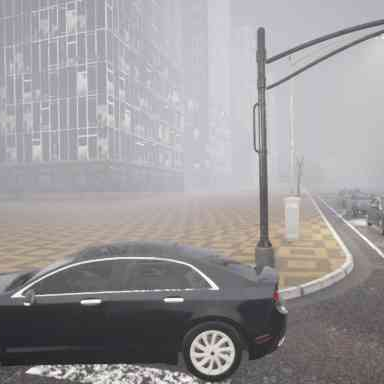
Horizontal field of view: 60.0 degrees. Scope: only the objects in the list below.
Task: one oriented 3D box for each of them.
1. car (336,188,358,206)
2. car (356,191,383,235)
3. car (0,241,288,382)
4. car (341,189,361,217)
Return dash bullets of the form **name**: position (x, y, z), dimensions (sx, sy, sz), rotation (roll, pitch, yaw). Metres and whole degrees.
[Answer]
- **car**: position (12.855, 0.454, 26.870), dimensions (2.128, 1.511, 4.902), rotation (-1, 2, 18)
- **car**: position (8.882, 0.928, 14.489), dimensions (2.128, 1.511, 4.902), rotation (-1, 2, 18)
- **car**: position (-1.153, 1.505, 4.795), dimensions (4.892, 1.490, 1.837), rotation (0, 0, 0)
- **car**: position (10.895, 0.759, 20.794), dimensions (1.994, 1.385, 4.181), rotation (-1, 2, 17)
